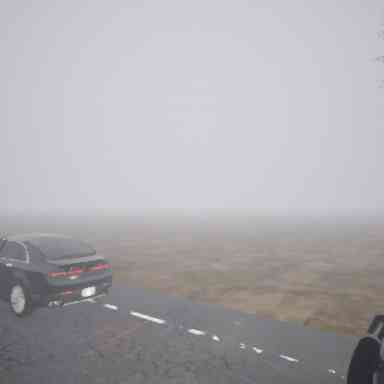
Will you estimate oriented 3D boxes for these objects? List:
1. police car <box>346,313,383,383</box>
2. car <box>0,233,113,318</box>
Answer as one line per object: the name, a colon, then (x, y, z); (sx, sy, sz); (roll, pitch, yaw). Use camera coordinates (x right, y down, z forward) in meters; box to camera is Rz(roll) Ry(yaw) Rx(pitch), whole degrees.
police car: (3.905, 1.562, 2.145); (5.238, 1.638, 1.930); (-1, -3, 37)
car: (-3.989, 1.773, 8.105); (4.892, 1.490, 1.837); (-1, -3, 37)
